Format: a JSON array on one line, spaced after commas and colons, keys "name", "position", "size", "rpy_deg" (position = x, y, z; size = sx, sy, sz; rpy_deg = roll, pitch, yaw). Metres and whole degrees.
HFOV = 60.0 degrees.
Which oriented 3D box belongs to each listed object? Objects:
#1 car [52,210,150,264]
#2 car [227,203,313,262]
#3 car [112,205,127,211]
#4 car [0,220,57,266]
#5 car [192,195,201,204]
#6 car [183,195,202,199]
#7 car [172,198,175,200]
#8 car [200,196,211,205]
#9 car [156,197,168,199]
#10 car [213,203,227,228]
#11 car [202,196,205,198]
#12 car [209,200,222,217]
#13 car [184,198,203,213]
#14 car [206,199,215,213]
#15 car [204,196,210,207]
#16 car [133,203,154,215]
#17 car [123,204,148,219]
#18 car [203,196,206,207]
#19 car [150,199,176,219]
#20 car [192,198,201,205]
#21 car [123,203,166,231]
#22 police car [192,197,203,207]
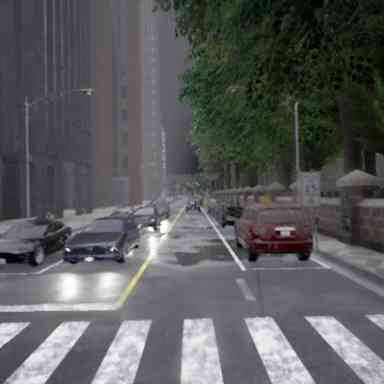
[{"name": "car", "position": [-3.100, 1.672, 12.686], "size": [2.033, 1.411, 5.357], "rpy_deg": [-1, 0, 0]}, {"name": "car", "position": [2.758, 1.327, 12.174], "size": [2.192, 1.841, 5.009], "rpy_deg": [-1, 0, 0]}, {"name": "car", "position": [-5.739, 1.850, 28.544], "size": [2.008, 1.369, 4.403], "rpy_deg": [-1, 0, 0]}, {"name": "car", "position": [-5.761, 1.736, 12.173], "size": [1.947, 1.339, 4.313], "rpy_deg": [-1, 0, 0]}, {"name": "car", "position": [0.987, 1.811, 78.861], "size": [2.150, 2.045, 5.566], "rpy_deg": [-1, 0, 0]}, {"name": "car", "position": [0.141, 1.730, 52.117], "size": [2.097, 1.767, 4.553], "rpy_deg": [-1, 0, 0]}, {"name": "car", "position": [-5.673, 2.140, 77.657], "size": [1.967, 1.590, 4.097], "rpy_deg": [-1, 0, 0]}, {"name": "car", "position": [2.841, 1.810, 72.194], "size": [2.192, 1.841, 5.009], "rpy_deg": [-1, 0, 0]}, {"name": "car", "position": [-5.706, 1.832, 55.830], "size": [2.192, 1.841, 5.009], "rpy_deg": [-1, 0, 0]}, {"name": "car", "position": [2.777, 1.664, 23.084], "size": [1.947, 1.339, 4.313], "rpy_deg": [-1, 0, 0]}, {"name": "car", "position": [2.830, 1.930, 61.449], "size": [1.752, 1.417, 4.829], "rpy_deg": [-1, 0, 0]}, {"name": "car", "position": [2.785, 1.692, 28.541], "size": [2.008, 1.369, 4.403], "rpy_deg": [-1, 0, 0]}, {"name": "car", "position": [0.141, 1.826, 42.320], "size": [1.812, 1.442, 4.674], "rpy_deg": [-1, 0, 0]}, {"name": "car", "position": [2.792, 1.735, 33.997], "size": [2.008, 1.369, 4.403], "rpy_deg": [-1, 0, 0]}, {"name": "car", "position": [2.798, 1.668, 39.454], "size": [1.967, 1.590, 4.097], "rpy_deg": [-1, 0, 0]}, {"name": "car", "position": [-5.723, 1.968, 39.457], "size": [1.802, 1.307, 4.206], "rpy_deg": [-1, 0, 0]}, {"name": "car", "position": [-5.731, 1.925, 34.000], "size": [1.802, 1.307, 4.206], "rpy_deg": [-1, 0, 0]}, {"name": "car", "position": [2.805, 1.712, 44.911], "size": [1.967, 1.590, 4.097], "rpy_deg": [-1, 0, 0]}, {"name": "car", "position": [-3.063, 1.773, 32.590], "size": [2.128, 1.511, 4.902], "rpy_deg": [-1, 0, 0]}, {"name": "car", "position": [0.983, 2.042, 72.829], "size": [1.837, 1.490, 4.892], "rpy_deg": [-1, 0, 0]}, {"name": "car", "position": [-3.072, 1.726, 22.323], "size": [1.812, 1.442, 4.674], "rpy_deg": [-1, 0, 0]}, {"name": "police car", "position": [0.968, 1.878, 62.940], "size": [1.930, 1.638, 5.238], "rpy_deg": [-1, 0, 0]}]
